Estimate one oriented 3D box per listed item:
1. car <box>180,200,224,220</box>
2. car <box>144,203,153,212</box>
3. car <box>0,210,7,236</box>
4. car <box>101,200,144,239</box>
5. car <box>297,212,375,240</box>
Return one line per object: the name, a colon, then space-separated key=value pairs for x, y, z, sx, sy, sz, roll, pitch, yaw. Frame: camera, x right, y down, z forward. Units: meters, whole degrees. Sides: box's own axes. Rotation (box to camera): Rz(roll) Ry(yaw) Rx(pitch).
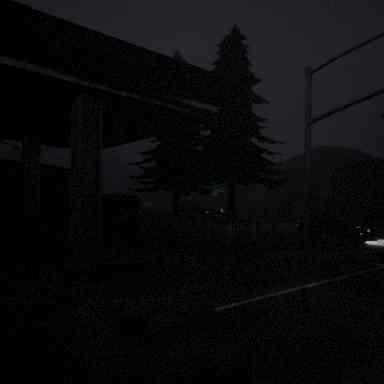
car: x=0.837 y=1.565 z=29.537 sx=2.097 sy=1.767 sz=4.553 roll=1 pitch=0 yaw=-35
car: x=-6.751 y=1.673 z=40.220 sx=2.033 sy=1.411 sz=5.357 roll=1 pitch=0 yaw=-35
car: x=-11.694 y=1.519 z=18.449 sx=2.242 sy=1.667 sz=4.611 roll=1 pitch=0 yaw=-36
car: x=-4.563 y=1.445 z=18.268 sx=1.905 sy=1.878 sz=3.866 roll=1 pitch=0 yaw=-36
car: x=8.200 y=1.865 z=19.251 sx=1.994 sy=1.385 sz=4.181 roll=1 pitch=0 yaw=-36
